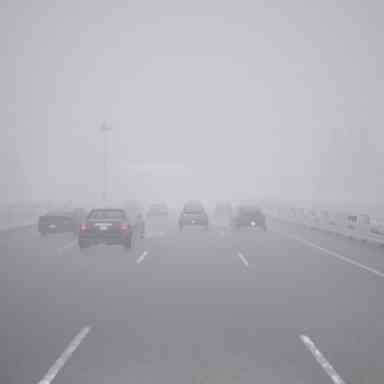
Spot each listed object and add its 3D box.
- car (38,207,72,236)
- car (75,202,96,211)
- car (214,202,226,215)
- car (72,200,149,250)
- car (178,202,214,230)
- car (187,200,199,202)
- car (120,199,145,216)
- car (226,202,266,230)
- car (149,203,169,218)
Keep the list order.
[{"bbox_3d":[-6.899,1.576,18.973,1.882,1.535,5.008,0,-1,0],"label":"car"},{"bbox_3d":[-17.498,2.405,54.859,1.895,1.301,4.718,0,-1,0],"label":"car"},{"bbox_3d":[3.601,1.896,39.162,2.128,1.511,4.902,0,-1,0],"label":"car"},{"bbox_3d":[-3.399,1.419,14.893,2.097,1.767,4.553,0,0,0],"label":"car"},{"bbox_3d":[0.100,1.624,22.326,2.128,1.511,4.902,0,-1,0],"label":"car"},{"bbox_3d":[0.101,1.753,38.974,2.097,1.767,4.553,0,-1,0],"label":"car"},{"bbox_3d":[-6.899,1.752,38.895,2.097,1.767,4.553,0,-1,0],"label":"car"},{"bbox_3d":[3.601,1.634,22.021,1.837,1.490,4.892,0,-1,0],"label":"car"},{"bbox_3d":[-3.399,1.848,33.852,2.033,1.411,5.357,0,-1,0],"label":"car"}]
